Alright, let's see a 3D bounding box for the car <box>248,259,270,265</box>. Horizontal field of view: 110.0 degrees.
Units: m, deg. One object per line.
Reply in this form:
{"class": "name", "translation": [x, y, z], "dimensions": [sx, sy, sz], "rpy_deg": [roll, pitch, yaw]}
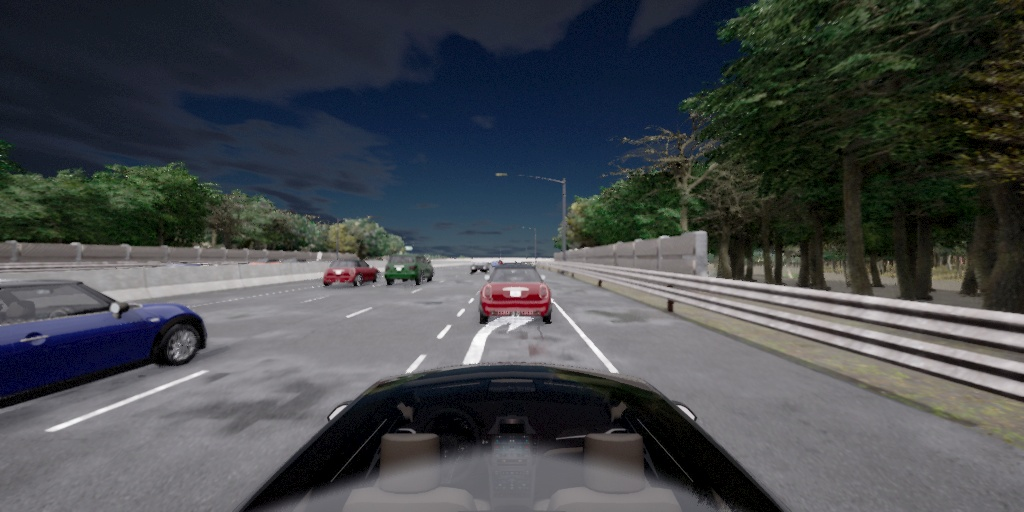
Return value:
{"class": "car", "translation": [-31.565, 1.115, 45.773], "dimensions": [2.097, 1.767, 4.553], "rpy_deg": [0, -1, 0]}

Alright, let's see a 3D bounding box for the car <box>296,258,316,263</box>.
{"class": "car", "translation": [-24.570, 1.310, 45.743], "dimensions": [2.033, 1.411, 5.357], "rpy_deg": [0, -1, 0]}

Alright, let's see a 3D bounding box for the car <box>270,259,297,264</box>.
{"class": "car", "translation": [-28.068, 1.116, 45.927], "dimensions": [2.097, 1.767, 4.553], "rpy_deg": [0, -1, 0]}

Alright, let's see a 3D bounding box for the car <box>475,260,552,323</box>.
{"class": "car", "translation": [0.100, 1.046, 12.055], "dimensions": [2.097, 1.767, 4.553], "rpy_deg": [0, 0, 0]}

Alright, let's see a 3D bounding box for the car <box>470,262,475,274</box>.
{"class": "car", "translation": [-3.500, 1.317, 40.370], "dimensions": [1.895, 1.301, 4.718], "rpy_deg": [0, 0, 0]}

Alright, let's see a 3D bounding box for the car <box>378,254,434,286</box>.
{"class": "car", "translation": [-6.900, 0.884, 24.548], "dimensions": [2.150, 2.045, 5.566], "rpy_deg": [0, 0, 0]}

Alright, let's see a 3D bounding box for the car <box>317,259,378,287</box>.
{"class": "car", "translation": [-10.400, 1.015, 23.614], "dimensions": [2.097, 1.767, 4.553], "rpy_deg": [0, 0, 0]}

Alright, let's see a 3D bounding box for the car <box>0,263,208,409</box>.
{"class": "car", "translation": [-6.900, 1.085, 4.987], "dimensions": [2.097, 1.767, 4.553], "rpy_deg": [0, 0, 0]}

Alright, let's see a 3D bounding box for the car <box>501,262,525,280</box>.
{"class": "car", "translation": [0.100, 1.237, 31.386], "dimensions": [1.994, 1.385, 4.181], "rpy_deg": [0, 0, 0]}
